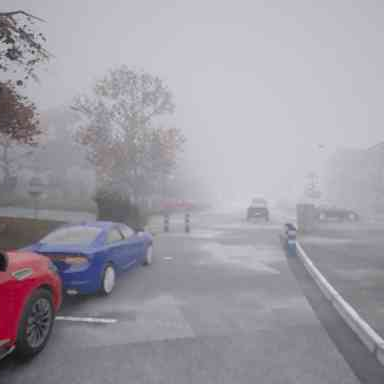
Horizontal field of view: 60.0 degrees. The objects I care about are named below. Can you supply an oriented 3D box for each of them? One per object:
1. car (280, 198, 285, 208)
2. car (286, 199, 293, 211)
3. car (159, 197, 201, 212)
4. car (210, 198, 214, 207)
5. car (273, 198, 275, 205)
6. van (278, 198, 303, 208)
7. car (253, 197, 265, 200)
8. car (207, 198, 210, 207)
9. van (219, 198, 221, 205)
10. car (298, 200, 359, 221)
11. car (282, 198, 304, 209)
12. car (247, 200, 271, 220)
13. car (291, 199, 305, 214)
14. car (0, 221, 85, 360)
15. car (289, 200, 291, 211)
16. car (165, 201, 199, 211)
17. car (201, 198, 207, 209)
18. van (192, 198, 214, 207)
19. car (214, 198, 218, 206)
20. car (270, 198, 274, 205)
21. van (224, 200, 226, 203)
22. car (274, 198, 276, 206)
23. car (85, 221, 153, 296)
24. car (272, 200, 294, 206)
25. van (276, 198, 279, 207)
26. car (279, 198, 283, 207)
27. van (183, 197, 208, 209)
[{"bbox_3d":[16.485,2.152,50.275,4.792,1.488,2.163,1,0,-9],"label":"car"},{"bbox_3d":[15.019,1.982,41.678,5.366,1.575,1.946,1,-1,-9],"label":"car"},{"bbox_3d":[-2.071,1.777,47.902,5.566,2.045,2.435,0,-1,-9],"label":"car"},{"bbox_3d":[1.277,2.320,65.227,4.892,1.521,2.231,0,-1,-9],"label":"car"},{"bbox_3d":[20.398,2.349,70.439,4.553,1.767,2.185,1,-1,-9],"label":"car"},{"bbox_3d":[19.986,2.199,67.586,4.442,1.987,1.878,1,-1,-9],"label":"van"},{"bbox_3d":[9.738,1.810,48.535,2.150,2.045,5.566,0,-1,11],"label":"car"},{"bbox_3d":[0.118,2.250,59.443,4.792,1.488,2.163,0,-1,-9],"label":"car"},{"bbox_3d":[3.625,2.308,76.817,4.442,1.987,1.878,0,-2,-9],"label":"van"},{"bbox_3d":[12.600,1.793,30.129,4.892,1.521,2.231,1,-1,-9],"label":"car"},{"bbox_3d":[15.965,2.077,47.397,4.892,1.521,2.231,1,-1,-9],"label":"car"},{"bbox_3d":[6.074,1.740,30.509,1.882,1.535,5.008,0,-1,13],"label":"car"},{"bbox_3d":[13.727,1.888,35.881,4.892,1.521,2.231,1,0,-9],"label":"car"},{"bbox_3d":[-3.270,1.227,2.933,2.435,2.045,5.566,0,0,4],"label":"car"},{"bbox_3d":[14.281,1.974,38.761,4.674,1.452,2.002,1,-1,-9],"label":"car"},{"bbox_3d":[-1.564,2.106,50.770,4.792,1.488,2.163,0,-1,-9],"label":"car"},{"bbox_3d":[-0.386,2.045,56.566,4.553,1.767,2.185,0,-1,-9],"label":"car"},{"bbox_3d":[2.274,2.199,70.992,4.442,1.987,1.878,0,-1,-9],"label":"van"},{"bbox_3d":[2.013,2.367,68.150,5.366,1.575,1.946,0,-1,-9],"label":"car"},{"bbox_3d":[21.576,2.338,76.209,5.566,2.045,2.435,1,-1,-9],"label":"car"},{"bbox_3d":[5.870,2.545,88.375,4.442,1.987,1.878,0,-2,-9],"label":"van"},{"bbox_3d":[19.303,2.369,64.682,5.008,1.535,2.097,1,-1,-9],"label":"car"},{"bbox_3d":[-2.485,1.505,8.875,2.097,1.535,5.008,0,0,10],"label":"car"},{"bbox_3d":[23.963,2.828,87.744,5.366,1.575,1.946,1,-1,-9],"label":"car"},{"bbox_3d":[18.640,2.089,61.782,4.442,1.987,1.878,1,-1,-9],"label":"van"},{"bbox_3d":[17.080,2.172,53.162,4.892,1.521,2.231,1,-1,-9],"label":"car"},{"bbox_3d":[0.594,2.044,62.318,4.442,1.987,1.878,0,-1,-9],"label":"van"}]
